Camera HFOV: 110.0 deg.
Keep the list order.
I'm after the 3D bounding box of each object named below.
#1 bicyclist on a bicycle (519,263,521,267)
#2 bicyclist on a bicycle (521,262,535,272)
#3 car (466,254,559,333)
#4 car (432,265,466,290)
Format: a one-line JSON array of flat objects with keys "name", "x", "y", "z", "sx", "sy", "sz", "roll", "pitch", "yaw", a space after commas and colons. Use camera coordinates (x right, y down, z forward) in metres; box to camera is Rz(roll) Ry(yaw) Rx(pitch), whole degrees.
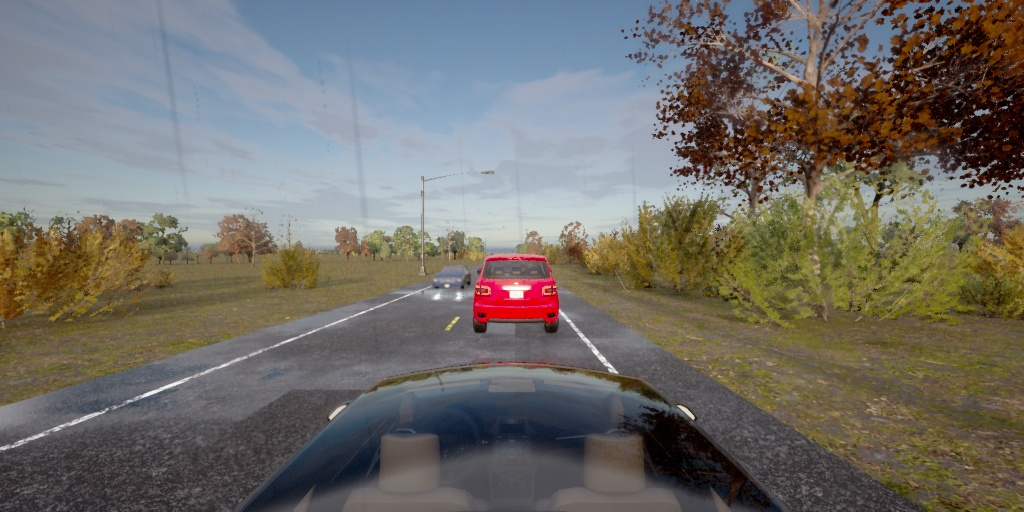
[{"name": "bicyclist on a bicycle", "x": 0.896, "y": 1.111, "z": 28.583, "sx": 0.659, "sy": 1.776, "sz": 1.843, "roll": 0, "pitch": 0, "yaw": 0}, {"name": "bicyclist on a bicycle", "x": 0.938, "y": 1.114, "z": 18.570, "sx": 0.659, "sy": 1.776, "sz": 1.843, "roll": 0, "pitch": 0, "yaw": 0}, {"name": "car", "x": 0.089, "y": 0.968, "z": 10.864, "sx": 2.150, "sy": 2.045, "sz": 5.566, "roll": 0, "pitch": 0, "yaw": 0}, {"name": "car", "x": -3.648, "y": 1.290, "z": 22.788, "sx": 2.033, "sy": 1.411, "sz": 5.357, "roll": 0, "pitch": 0, "yaw": 0}]
